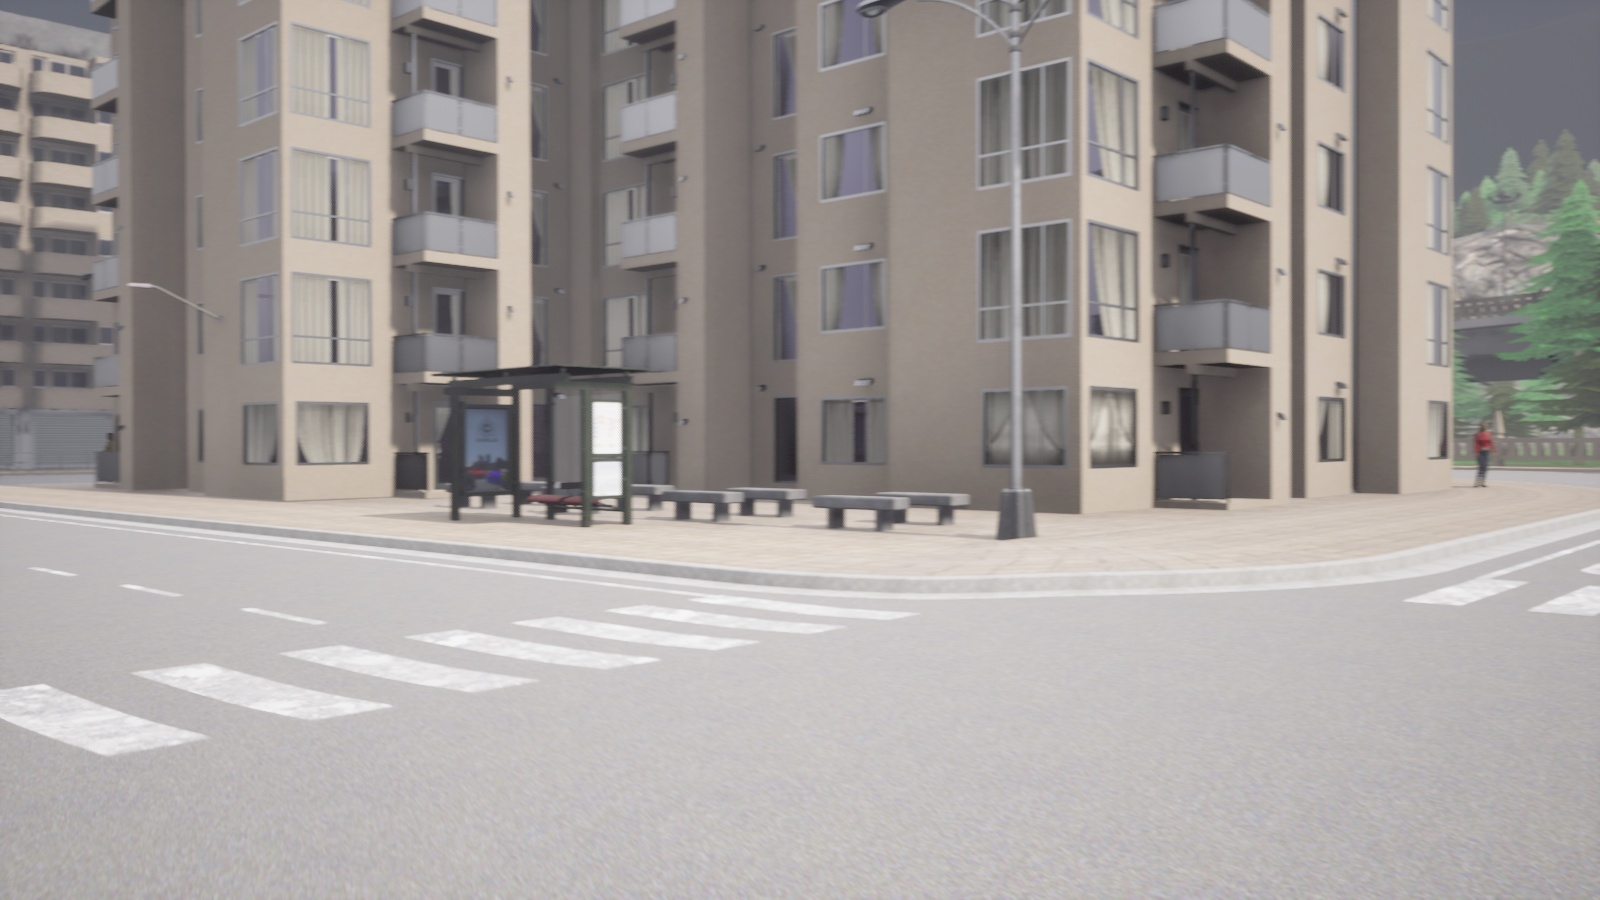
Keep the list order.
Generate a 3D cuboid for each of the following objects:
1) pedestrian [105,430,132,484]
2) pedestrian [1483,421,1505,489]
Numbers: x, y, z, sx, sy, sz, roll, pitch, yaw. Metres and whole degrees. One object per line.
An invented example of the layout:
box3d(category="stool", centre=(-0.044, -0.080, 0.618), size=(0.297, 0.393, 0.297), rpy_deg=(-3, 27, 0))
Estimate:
box3d(category="pedestrian", centre=(-23.341, 0.229, 43.010), size=(0.431, 1.840, 0.709), rpy_deg=(0, 0, 31))
box3d(category="pedestrian", centre=(18.969, 0.140, 34.313), size=(0.331, 1.846, 0.636), rpy_deg=(0, 0, 9))
